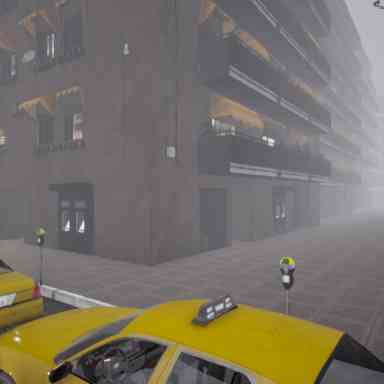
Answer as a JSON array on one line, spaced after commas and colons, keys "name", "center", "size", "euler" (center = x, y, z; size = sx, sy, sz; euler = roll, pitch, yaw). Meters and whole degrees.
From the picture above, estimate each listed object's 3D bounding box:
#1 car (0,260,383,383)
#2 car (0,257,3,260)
[{"name": "car", "center": [-0.031, 1.525, 2.749], "size": [4.829, 1.417, 1.752], "euler": [0, 0, 36]}, {"name": "car", "center": [-4.618, 1.527, 6.031], "size": [4.829, 1.417, 1.752], "euler": [0, 0, 36]}]
